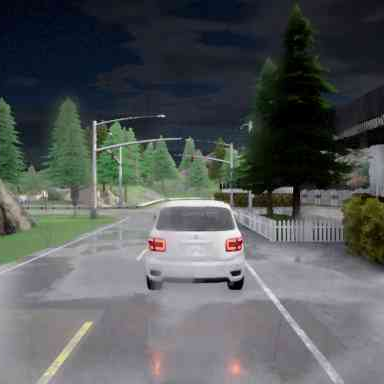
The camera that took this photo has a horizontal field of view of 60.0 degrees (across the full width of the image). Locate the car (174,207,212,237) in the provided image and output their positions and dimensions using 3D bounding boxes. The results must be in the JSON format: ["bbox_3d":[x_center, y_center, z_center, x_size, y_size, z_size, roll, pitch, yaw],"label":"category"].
[{"bbox_3d":[0.018,1.601,18.977,1.895,1.301,4.718,0,0,0],"label":"car"}]

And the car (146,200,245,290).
[{"bbox_3d":[0.064,1.221,9.214,2.150,2.045,5.566,0,0,0],"label":"car"}]
